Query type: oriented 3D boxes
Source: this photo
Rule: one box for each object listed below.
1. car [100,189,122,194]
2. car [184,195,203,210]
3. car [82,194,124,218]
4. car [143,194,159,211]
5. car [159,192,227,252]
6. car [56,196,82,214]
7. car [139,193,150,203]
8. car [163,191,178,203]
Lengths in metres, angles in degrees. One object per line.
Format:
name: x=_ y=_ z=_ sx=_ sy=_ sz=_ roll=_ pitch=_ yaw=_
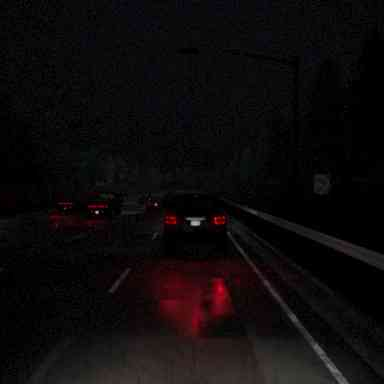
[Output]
car: x=-10.421 y=0.686 z=43.163 sx=2.150 sy=2.045 sz=5.566 roll=0 pitch=1 yaw=1
car: x=0.133 y=1.111 z=36.917 sx=1.994 sy=1.385 sz=4.181 roll=0 pitch=1 yaw=0
car: x=-6.877 y=1.176 z=26.506 sx=1.837 sy=1.490 sz=4.892 roll=0 pitch=1 yaw=0
car: x=-3.370 y=1.154 z=33.174 sx=1.994 sy=1.385 sz=4.181 roll=0 pitch=1 yaw=0
car: x=0.112 y=1.057 z=13.205 sx=2.150 sy=2.045 sz=5.566 roll=0 pitch=1 yaw=0
car: x=-10.465 y=1.117 z=29.860 sx=2.128 sy=1.511 sz=4.902 roll=0 pitch=1 yaw=0
car: x=-6.858 y=0.907 z=49.961 sx=1.812 sy=1.442 sz=4.674 roll=0 pitch=1 yaw=0
car: x=-3.347 y=0.702 z=52.717 sx=2.097 sy=1.767 sz=4.553 roll=0 pitch=1 yaw=0
